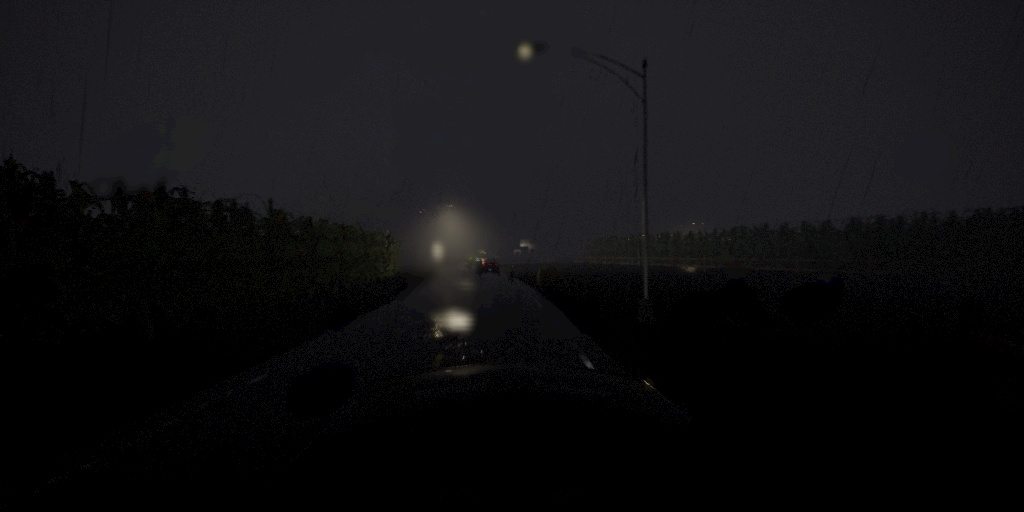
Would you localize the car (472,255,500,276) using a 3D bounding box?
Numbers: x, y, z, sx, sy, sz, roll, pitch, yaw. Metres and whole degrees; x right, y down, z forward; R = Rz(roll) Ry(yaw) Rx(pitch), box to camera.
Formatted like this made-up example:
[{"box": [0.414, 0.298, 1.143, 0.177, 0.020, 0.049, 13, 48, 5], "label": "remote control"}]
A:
[{"box": [-2.187, 0.937, 32.401, 2.128, 1.511, 4.902, -1, 0, -9], "label": "car"}]

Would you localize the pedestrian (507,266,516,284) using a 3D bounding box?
[{"box": [0.020, 0.818, 22.305, 0.375, 1.860, 0.375, -1, 1, -11], "label": "pedestrian"}]

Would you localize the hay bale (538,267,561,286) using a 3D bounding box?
[{"box": [2.259, 1.167, 21.711, 1.220, 1.180, 1.240, 0, 0, -5], "label": "hay bale"}]

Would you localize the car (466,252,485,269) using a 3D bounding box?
[{"box": [-4.540, 0.571, 45.704, 2.150, 2.045, 5.566, -1, 1, -13], "label": "car"}]

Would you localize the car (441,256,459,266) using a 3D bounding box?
[{"box": [-9.830, 0.786, 56.700, 1.882, 1.535, 5.008, -1, 0, -24], "label": "car"}]
